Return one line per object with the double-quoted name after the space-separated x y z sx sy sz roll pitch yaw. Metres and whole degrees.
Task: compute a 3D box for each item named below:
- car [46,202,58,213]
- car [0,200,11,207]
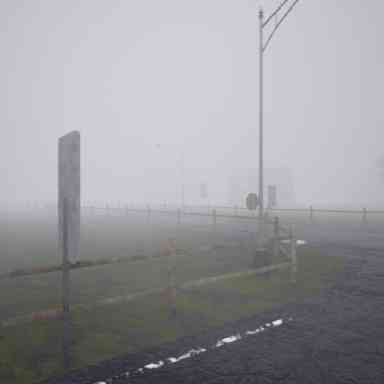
-20.143 2.244 49.490 2.128 1.511 4.902 0 -1 -42 "car"
-43.081 2.662 75.836 5.008 1.535 1.882 -1 -1 40 "car"
